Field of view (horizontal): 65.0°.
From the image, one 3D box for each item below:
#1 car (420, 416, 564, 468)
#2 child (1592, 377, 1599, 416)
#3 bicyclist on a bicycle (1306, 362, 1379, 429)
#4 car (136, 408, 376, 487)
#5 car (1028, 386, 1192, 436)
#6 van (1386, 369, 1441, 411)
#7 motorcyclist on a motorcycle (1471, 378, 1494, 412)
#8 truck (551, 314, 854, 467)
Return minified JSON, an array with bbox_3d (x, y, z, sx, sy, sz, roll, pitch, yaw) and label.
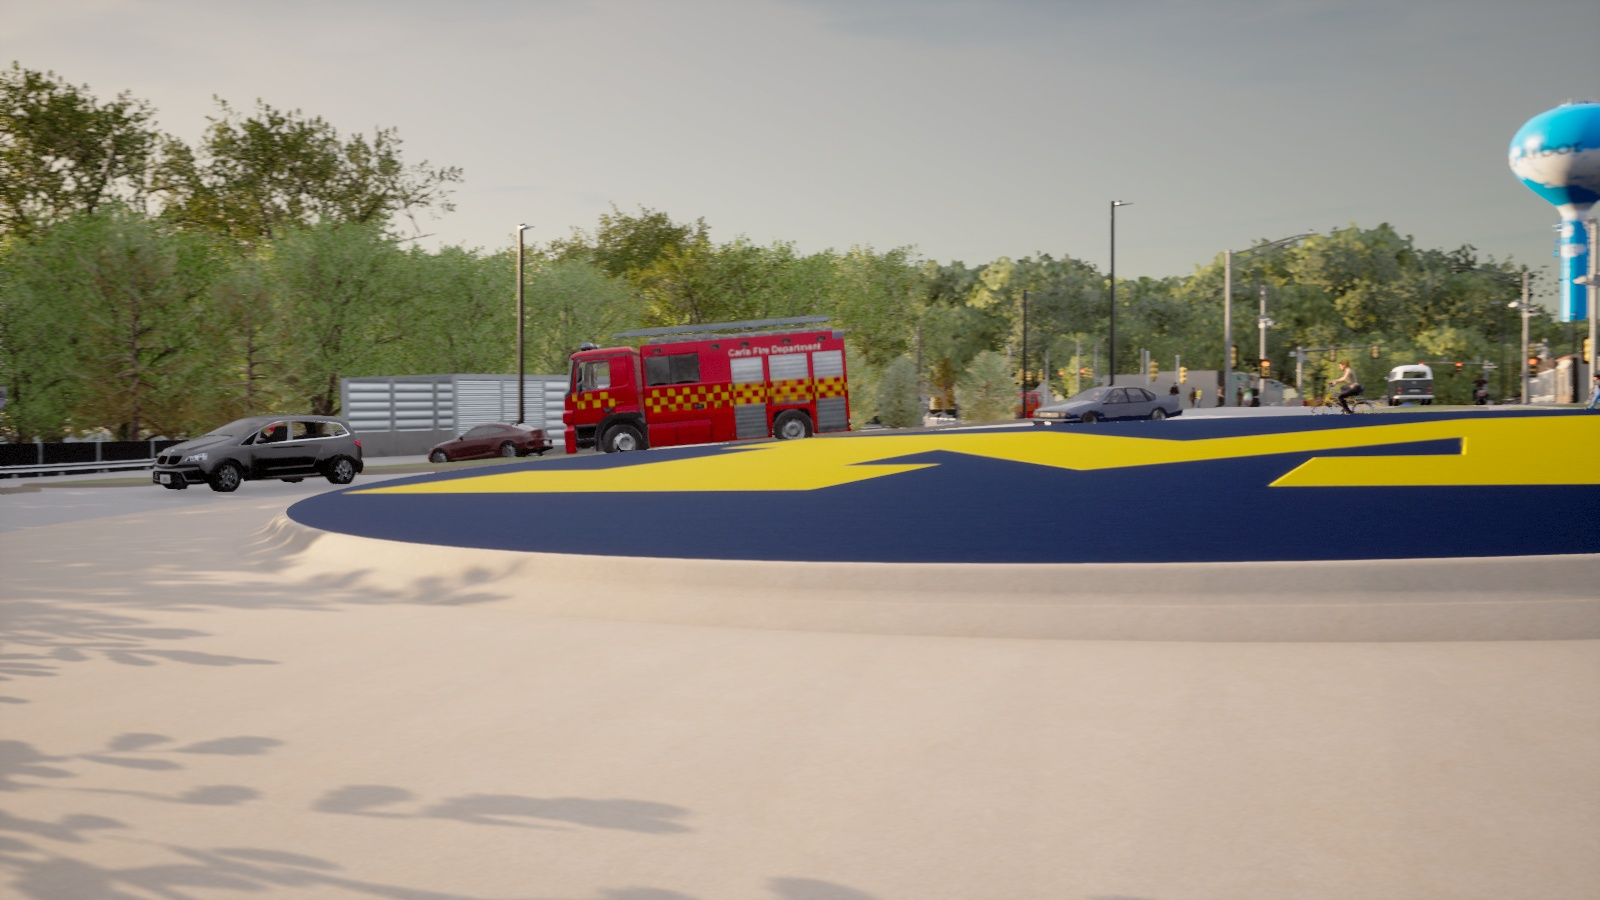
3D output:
[{"bbox_3d":[-11.089,-0.286,45.257,4.674,1.442,1.812,-5,0,19],"label":"car"},{"bbox_3d":[25.930,-1.726,40.653,0.437,1.263,0.270,1,1,16],"label":"child"},{"bbox_3d":[13.738,-1.369,31.796,1.509,1.612,0.866,-1,2,37],"label":"bicyclist on a bicycle"},{"bbox_3d":[-12.489,-0.125,29.130,2.242,1.667,4.611,1,2,34],"label":"car"},{"bbox_3d":[10.409,-1.338,42.059,5.357,1.411,2.033,-4,4,-28],"label":"car"},{"bbox_3d":[31.279,-3.021,64.164,2.069,2.038,4.480,1,2,20],"label":"van"},{"bbox_3d":[34.264,-2.756,63.083,0.766,1.649,2.350,1,2,23],"label":"motorcyclist on a motorcycle"},{"bbox_3d":[-2.842,-1.798,37.718,8.468,3.827,2.891,-4,3,-2],"label":"truck"}]
